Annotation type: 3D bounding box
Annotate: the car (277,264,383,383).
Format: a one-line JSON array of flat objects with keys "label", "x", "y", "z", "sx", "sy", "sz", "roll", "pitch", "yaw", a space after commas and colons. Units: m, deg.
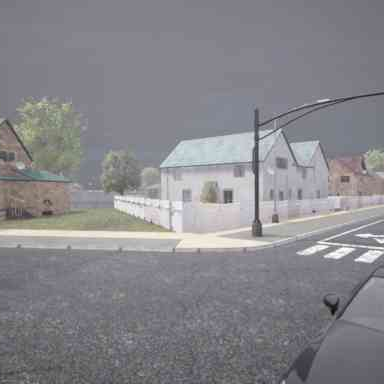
[{"label": "car", "x": 2.551, "y": 1.524, "z": 3.451, "sx": 1.812, "sy": 1.442, "sz": 4.674, "roll": 0, "pitch": 0, "yaw": 42}]
